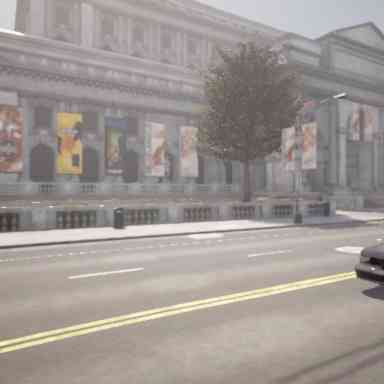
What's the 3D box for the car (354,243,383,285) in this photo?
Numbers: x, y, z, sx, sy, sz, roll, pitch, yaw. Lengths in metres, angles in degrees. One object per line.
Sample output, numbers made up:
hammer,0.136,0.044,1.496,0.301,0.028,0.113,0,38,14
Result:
car,6.316,1.545,8.111,5.357,1.411,2.033,0,0,-30
